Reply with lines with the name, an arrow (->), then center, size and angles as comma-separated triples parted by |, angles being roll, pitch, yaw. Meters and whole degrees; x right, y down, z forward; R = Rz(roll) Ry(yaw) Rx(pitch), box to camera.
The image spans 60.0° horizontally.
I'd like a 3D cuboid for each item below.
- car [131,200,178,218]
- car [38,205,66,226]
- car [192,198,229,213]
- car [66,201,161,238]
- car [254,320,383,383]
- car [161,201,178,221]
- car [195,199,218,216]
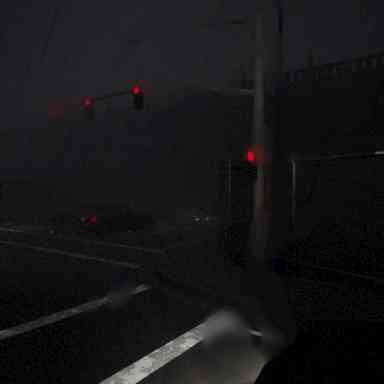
car -> -3.447, 1.581, 31.684 | 1.812, 1.442, 4.674 | 0, 0, 36
car -> -8.737, 1.581, 24.284 | 1.812, 1.442, 4.674 | 0, 0, 37
car -> 2.332, 1.547, 39.822 | 2.128, 1.511, 4.902 | 0, 0, 35
car -> -4.180, 1.409, 18.344 | 2.097, 1.767, 4.553 | 0, 0, 37
car -> 3.007, 1.547, 1.823 | 5.357, 1.411, 2.033 | 0, 0, 36
car -> -3.334, 1.603, 25.811 | 2.033, 1.411, 5.357 | 0, 0, 35
car -> 2.501, 1.603, 34.021 | 2.033, 1.411, 5.357 | 0, 0, 35
